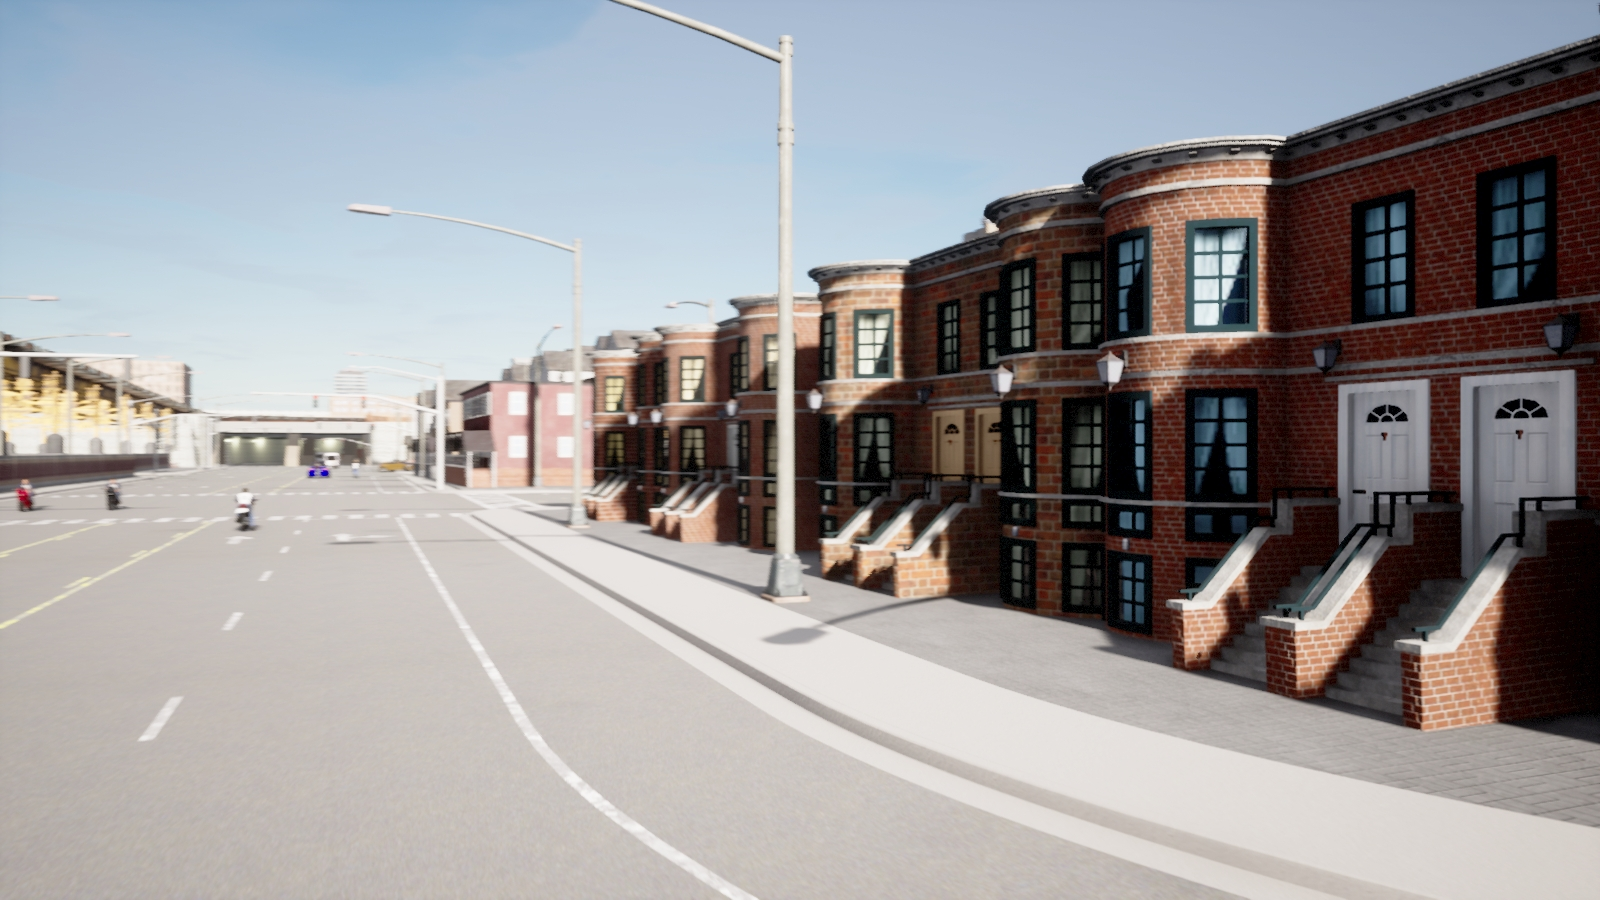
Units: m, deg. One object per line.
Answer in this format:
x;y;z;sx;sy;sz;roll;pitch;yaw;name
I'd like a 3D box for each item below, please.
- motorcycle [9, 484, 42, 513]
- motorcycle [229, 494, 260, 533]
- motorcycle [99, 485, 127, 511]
-35.538;2.215;52.442;0.803;1.224;2.033;0;0;-21;motorcycle
-19.494;2.214;40.131;0.803;1.224;2.033;0;0;-21;motorcycle
-32.260;2.260;53.669;0.803;1.145;2.033;0;0;-21;motorcycle
